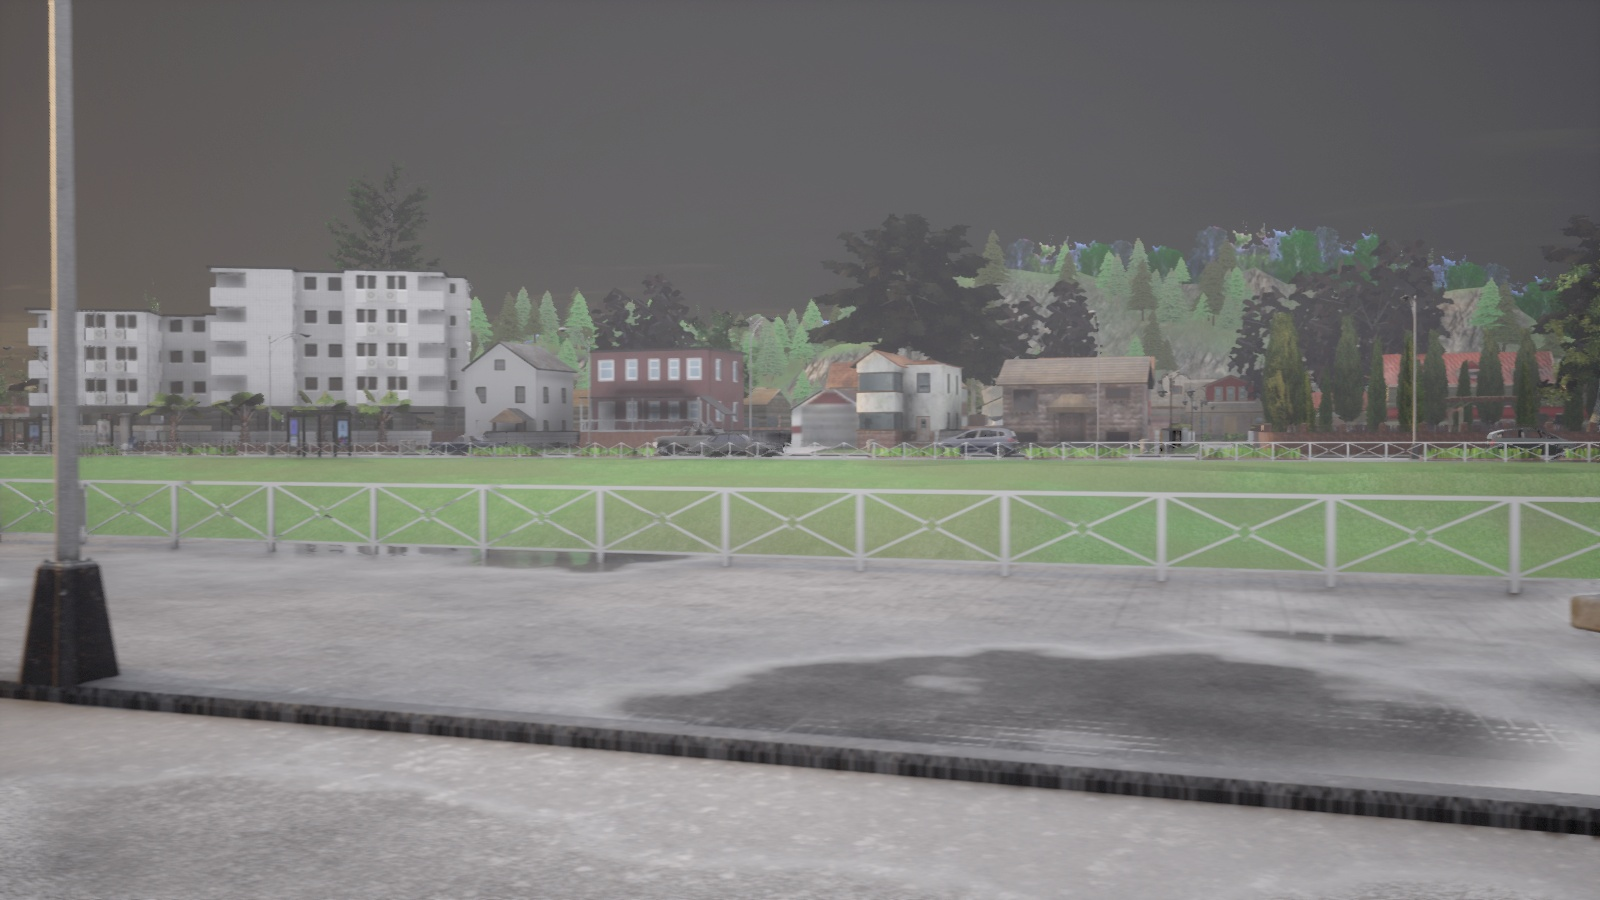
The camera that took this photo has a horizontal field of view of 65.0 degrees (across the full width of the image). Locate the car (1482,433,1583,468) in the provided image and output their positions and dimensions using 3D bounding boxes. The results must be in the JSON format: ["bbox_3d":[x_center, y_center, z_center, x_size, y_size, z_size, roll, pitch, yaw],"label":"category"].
[{"bbox_3d":[33.488,0.010,57.530,3.705,1.549,1.789,0,1,19],"label":"car"}]

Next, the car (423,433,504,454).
[{"bbox_3d":[-21.495,-0.439,80.265,4.718,1.301,1.895,1,1,19],"label":"car"}]

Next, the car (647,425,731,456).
[{"bbox_3d":[-6.663,-0.587,75.267,4.605,1.855,1.932,1,1,19],"label":"car"}]

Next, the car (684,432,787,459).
[{"bbox_3d":[-3.568,-0.260,70.008,5.357,1.411,2.033,1,1,19],"label":"car"}]

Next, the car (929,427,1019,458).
[{"bbox_3d":[9.663,-0.410,69.771,4.611,1.667,2.242,1,1,19],"label":"car"}]
